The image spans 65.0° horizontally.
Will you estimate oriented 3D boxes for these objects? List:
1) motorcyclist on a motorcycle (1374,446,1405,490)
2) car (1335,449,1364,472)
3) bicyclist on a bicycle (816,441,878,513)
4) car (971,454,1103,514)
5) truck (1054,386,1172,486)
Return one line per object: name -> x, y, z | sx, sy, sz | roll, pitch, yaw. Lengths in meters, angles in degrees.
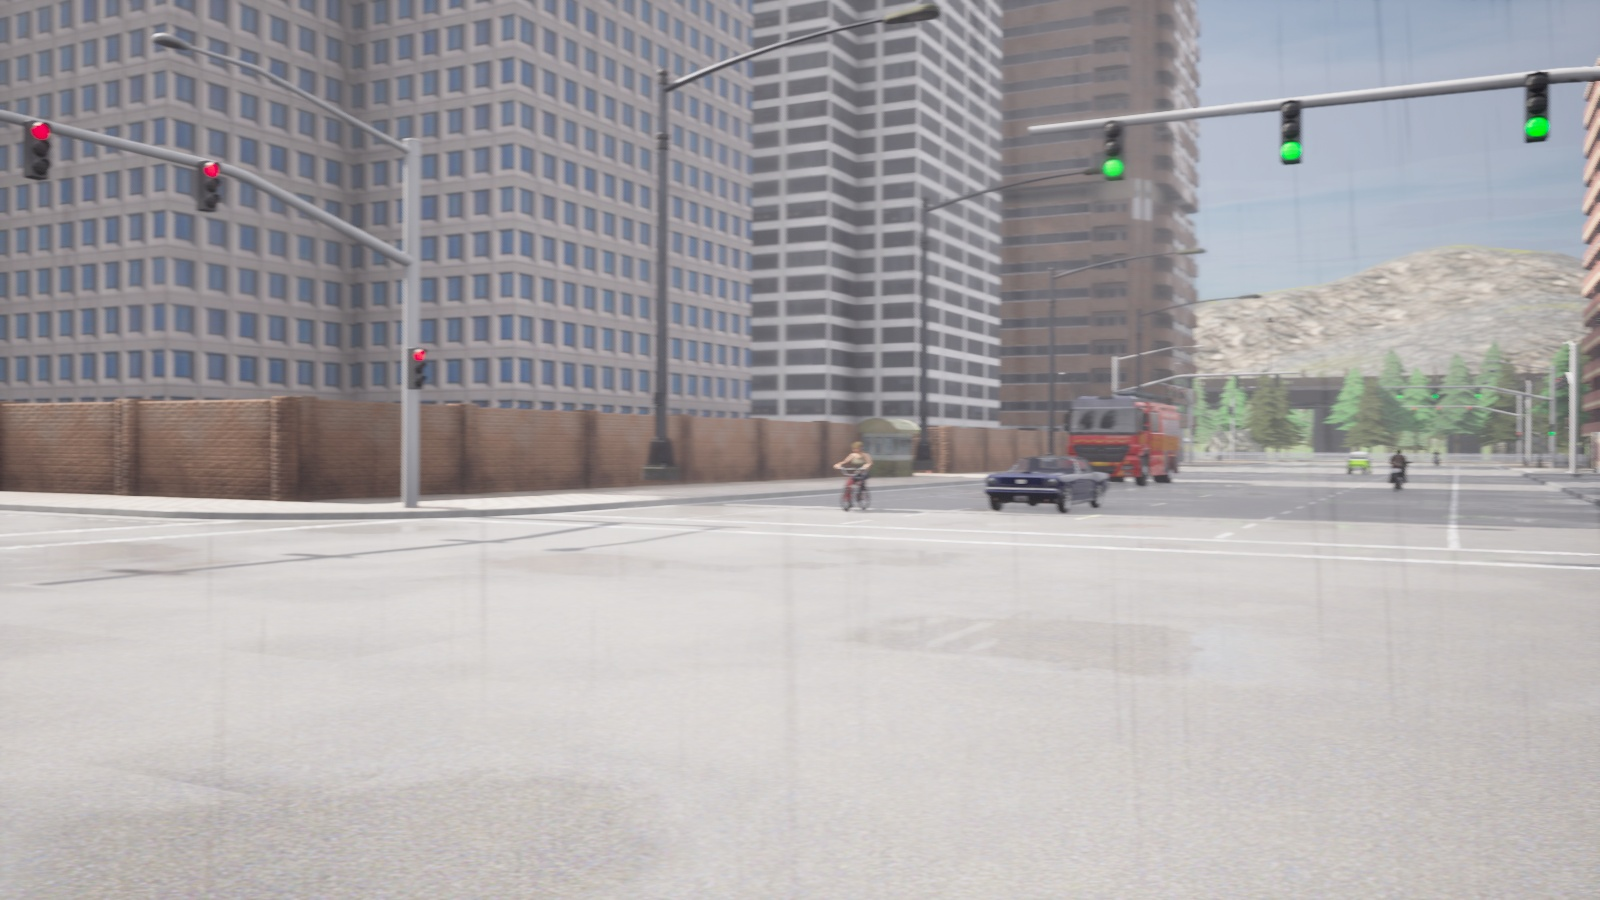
motorcyclist on a motorcycle -> 20.936, 0.632, 44.596 | 0.797, 1.523, 2.044 | 0, 0, 31
car -> 33.337, 0.637, 76.115 | 1.481, 1.376, 2.207 | 0, 1, 27
bicyclist on a bicycle -> 1.096, 0.602, 28.994 | 0.866, 1.612, 1.509 | 0, 0, 27
car -> 5.879, 0.768, 30.654 | 1.895, 1.301, 4.718 | 0, 0, 27
truck -> 13.236, -0.546, 52.488 | 2.891, 3.827, 8.468 | 0, 0, 27
